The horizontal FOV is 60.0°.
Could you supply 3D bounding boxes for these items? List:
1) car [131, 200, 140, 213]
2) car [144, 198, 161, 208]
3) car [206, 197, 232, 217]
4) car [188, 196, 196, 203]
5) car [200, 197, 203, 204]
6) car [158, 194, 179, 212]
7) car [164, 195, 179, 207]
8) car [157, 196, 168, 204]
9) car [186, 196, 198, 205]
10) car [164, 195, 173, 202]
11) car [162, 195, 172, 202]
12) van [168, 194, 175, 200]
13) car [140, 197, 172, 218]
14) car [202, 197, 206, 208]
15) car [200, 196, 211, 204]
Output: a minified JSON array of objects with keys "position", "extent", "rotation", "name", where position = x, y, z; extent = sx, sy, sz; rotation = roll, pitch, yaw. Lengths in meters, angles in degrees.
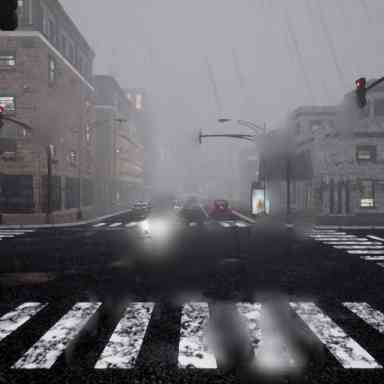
[{"position":[-5.731,1.561,37.420],"extent":[2.008,1.369,4.403],"rotation":[0,0,0],"name":"car"},{"position":[-5.742,1.571,48.814],"extent":[2.008,1.369,4.403],"rotation":[0,0,0],"name":"car"},{"position":[2.654,1.446,31.744],"extent":[1.967,1.590,4.097],"rotation":[0,0,0],"name":"car"},{"position":[0.013,1.572,70.705],"extent":[1.812,1.442,4.674],"rotation":[0,0,0],"name":"car"},{"position":[2.638,1.571,48.834],"extent":[2.008,1.369,4.403],"rotation":[0,0,0],"name":"car"},{"position":[-3.137,1.234,40.183],"extent":[2.150,2.045,5.566],"rotation":[0,0,0],"name":"car"},{"position":[-3.134,1.375,52.294],"extent":[2.097,1.767,4.553],"rotation":[0,0,0],"name":"car"},{"position":[-5.759,1.565,65.734],"extent":[1.752,1.417,4.829],"rotation":[0,0,0],"name":"car"},{"position":[0.045,1.538,60.288],"extent":[1.837,1.490,4.892],"rotation":[0,0,0],"name":"car"},{"position":[-5.775,1.592,82.823],"extent":[1.752,1.417,4.829],"rotation":[-1,0,0],"name":"car"},{"position":[-5.771,1.497,77.296],"extent":[1.967,1.590,4.097],"rotation":[0,0,0],"name":"car"},{"position":[-5.788,1.430,94.387],"extent":[1.690,1.788,3.998],"rotation":[-1,0,0],"name":"van"},{"position":[-3.139,1.496,29.946],"extent":[2.128,1.511,4.902],"rotation":[0,0,-2],"name":"car"},{"position":[2.644,1.597,43.137],"extent":[1.802,1.307,4.206],"rotation":[0,0,0],"name":"car"},{"position":[2.622,1.591,65.924],"extent":[2.008,1.369,4.403],"rotation":[-1,0,0],"name":"car"}]
